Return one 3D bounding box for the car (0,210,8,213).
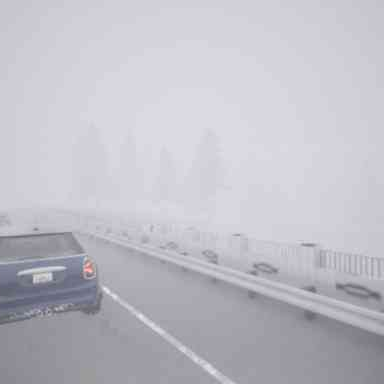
[{"bbox_3d":[-15.518,2.234,26.597,1.837,1.490,4.892,-1,-1,-32],"label":"car"}]

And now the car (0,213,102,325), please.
[{"bbox_3d":[-3.601,1.492,7.348,2.097,1.767,4.553,-1,-1,-32],"label":"car"}]
